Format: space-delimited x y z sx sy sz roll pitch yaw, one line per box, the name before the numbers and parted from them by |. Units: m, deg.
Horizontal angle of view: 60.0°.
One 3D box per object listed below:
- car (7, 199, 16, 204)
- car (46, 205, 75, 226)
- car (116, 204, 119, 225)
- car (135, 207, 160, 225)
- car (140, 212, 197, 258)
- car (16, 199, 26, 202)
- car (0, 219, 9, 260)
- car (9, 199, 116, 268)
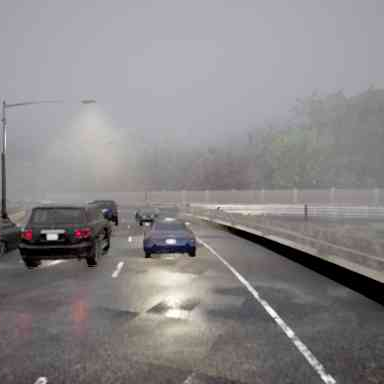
car | -46.075 2.465 81.843 4.553 1.767 2.097 -1 -1 37
car | -11.199 1.945 28.624 1.812 1.442 4.674 0 -1 -16
car | -7.297 1.615 27.667 2.150 2.045 5.566 0 -1 -15
car | -3.613 1.922 27.462 2.033 1.411 5.357 0 -1 -15
car | -0.992 1.751 13.812 1.994 1.385 4.181 0 -1 -7
car | -43.864 2.490 84.556 4.553 1.767 2.097 -1 -1 37
car | -7.971 1.771 13.272 1.994 1.385 4.181 0 -1 -7
car | -4.303 1.401 12.177 2.150 2.045 5.566 0 -1 -7
